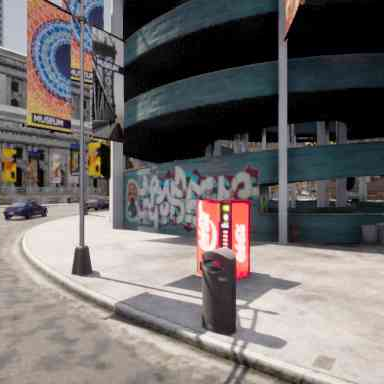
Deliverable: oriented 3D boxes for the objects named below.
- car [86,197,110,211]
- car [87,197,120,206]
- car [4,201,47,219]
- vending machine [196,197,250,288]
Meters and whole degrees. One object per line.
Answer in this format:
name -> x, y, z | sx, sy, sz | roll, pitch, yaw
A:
car -> -11.440, 1.547, 41.391 | 2.033, 1.411, 5.357 | 0, 0, 25
car -> -14.905, 1.547, 56.301 | 2.033, 1.411, 5.357 | 0, 0, 35
car -> -14.241, 1.526, 28.692 | 1.812, 1.442, 4.674 | 0, 0, 1
vending machine -> 0.791, 1.195, 8.448 | 0.880, 2.100, 1.100 | 0, 0, 45
